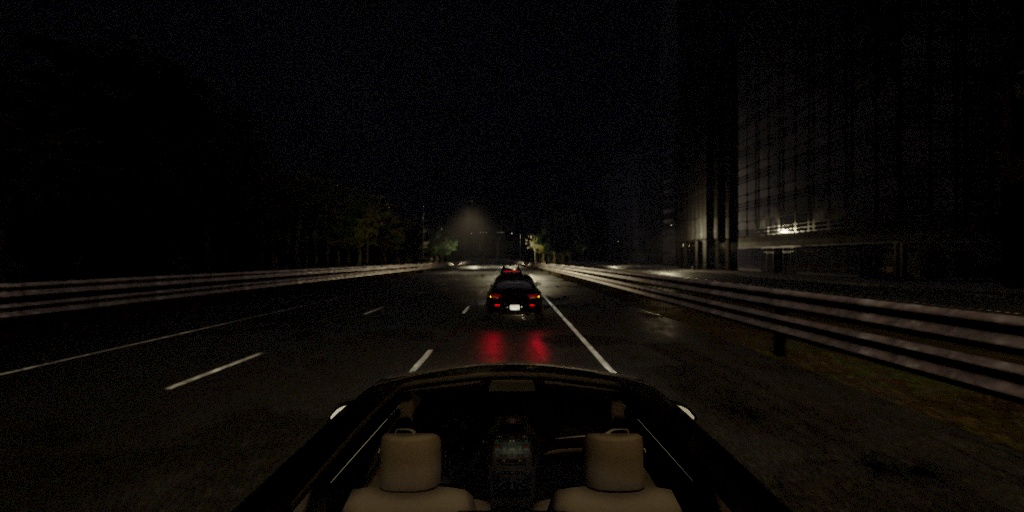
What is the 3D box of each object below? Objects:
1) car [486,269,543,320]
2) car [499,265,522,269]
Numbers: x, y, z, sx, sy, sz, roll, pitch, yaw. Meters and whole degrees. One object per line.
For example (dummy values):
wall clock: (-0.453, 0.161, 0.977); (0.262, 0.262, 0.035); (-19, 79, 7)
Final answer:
car: (0.069, 1.360, 12.833); (1.812, 1.442, 4.674); (0, 0, 0)
car: (-0.104, 1.499, 31.683); (2.128, 1.511, 4.902); (0, 0, -1)
